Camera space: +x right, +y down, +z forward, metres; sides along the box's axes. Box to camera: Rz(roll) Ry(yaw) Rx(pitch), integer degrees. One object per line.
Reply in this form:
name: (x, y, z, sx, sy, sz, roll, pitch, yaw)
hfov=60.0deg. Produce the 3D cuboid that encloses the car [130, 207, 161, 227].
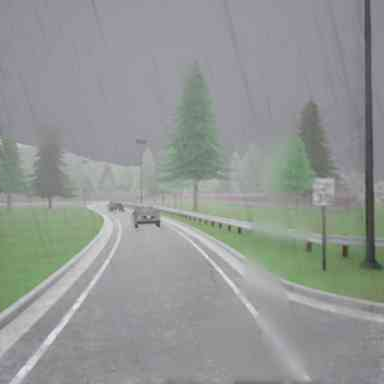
car: (-3.525, 1.801, 24.931, 2.033, 1.411, 5.357, 0, -1, -14)

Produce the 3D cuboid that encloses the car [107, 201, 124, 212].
car: (-10.887, 2.009, 47.220, 1.837, 1.490, 4.892, 0, -1, -21)
